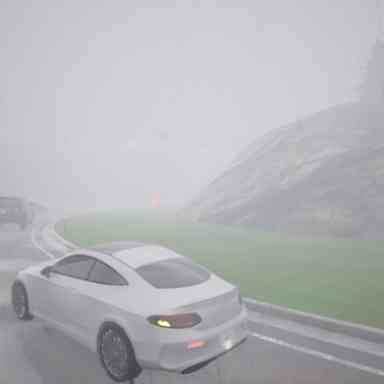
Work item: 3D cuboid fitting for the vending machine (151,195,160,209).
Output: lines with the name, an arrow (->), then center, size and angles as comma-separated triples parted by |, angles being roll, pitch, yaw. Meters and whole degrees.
vending machine -> -5.817, 1.555, 52.720 | 1.100, 2.100, 0.880 | 0, 0, 28

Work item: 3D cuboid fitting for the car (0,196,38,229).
car -> -12.042, 1.310, 22.284 | 2.150, 2.045, 5.566 | 0, 0, -19

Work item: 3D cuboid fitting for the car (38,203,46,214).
car -> -17.485, 1.678, 35.823 | 1.812, 1.442, 4.674 | 0, 0, 0

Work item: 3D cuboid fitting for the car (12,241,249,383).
car -> -1.288, 1.562, 5.495 | 4.674, 1.442, 1.812 | 0, 0, 42
